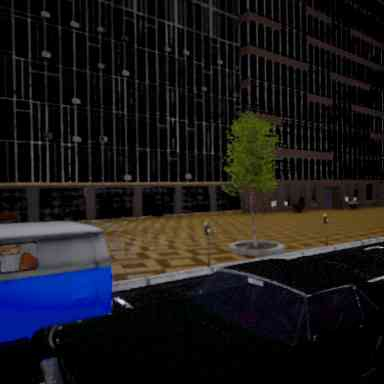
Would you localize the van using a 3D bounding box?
[{"bbox_3d":[-3.055,1.341,4.398,3.998,1.788,1.690,0,-1,-36],"label":"van"}]

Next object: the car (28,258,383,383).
[{"bbox_3d":[0.847,1.593,3.937,4.718,1.301,1.895,0,0,-35],"label":"car"}]
